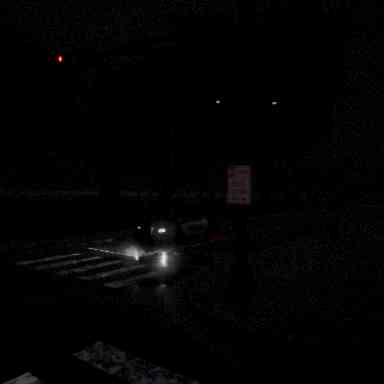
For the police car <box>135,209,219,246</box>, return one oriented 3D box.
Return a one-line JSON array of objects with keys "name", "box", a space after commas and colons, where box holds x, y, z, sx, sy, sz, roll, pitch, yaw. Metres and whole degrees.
[{"name": "police car", "box": [-0.694, 1.679, 16.666, 2.038, 1.542, 4.974, 1, 0, 36]}]
